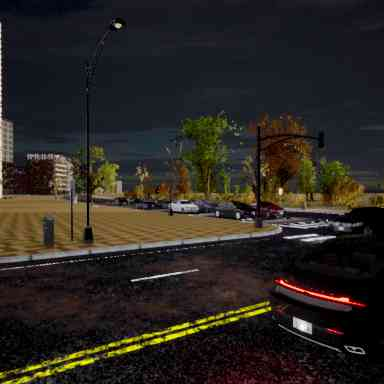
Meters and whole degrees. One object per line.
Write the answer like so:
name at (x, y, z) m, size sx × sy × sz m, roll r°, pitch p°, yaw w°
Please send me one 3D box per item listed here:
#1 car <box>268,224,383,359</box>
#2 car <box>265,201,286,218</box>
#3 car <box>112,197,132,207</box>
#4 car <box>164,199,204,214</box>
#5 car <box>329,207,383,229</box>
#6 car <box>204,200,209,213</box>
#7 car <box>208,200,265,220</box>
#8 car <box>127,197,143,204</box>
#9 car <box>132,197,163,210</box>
car at (3.452, 1.504, 5.733) m, size 4.892 × 1.490 × 1.837 m, roll 0°, pitch 0°, yaw -34°
car at (6.597, 1.573, 30.849) m, size 1.812 × 1.442 × 4.674 m, roll 0°, pitch 0°, yaw -30°
car at (-11.947, 1.629, 55.452) m, size 1.837 × 1.490 × 4.892 m, roll 0°, pitch 0°, yaw -29°
car at (-1.007, 1.607, 37.004) m, size 1.812 × 1.442 × 4.674 m, roll 0°, pitch 0°, yaw -31°
car at (9.277, 1.523, 17.543) m, size 4.674 × 1.442 × 1.812 m, roll 0°, pitch 0°, yaw -32°
car at (1.511, 1.618, 39.111) m, size 2.033 × 1.411 × 5.357 m, roll 0°, pitch 0°, yaw -32°
car at (3.795, 1.564, 29.216) m, size 1.837 × 1.490 × 4.892 m, roll 0°, pitch 0°, yaw -32°
car at (-11.849, 1.681, 68.807) m, size 1.994 × 1.385 × 4.181 m, roll 0°, pitch 0°, yaw -29°
car at (-6.189, 1.667, 45.535) m, size 1.994 × 1.385 × 4.181 m, roll 0°, pitch 0°, yaw -31°
